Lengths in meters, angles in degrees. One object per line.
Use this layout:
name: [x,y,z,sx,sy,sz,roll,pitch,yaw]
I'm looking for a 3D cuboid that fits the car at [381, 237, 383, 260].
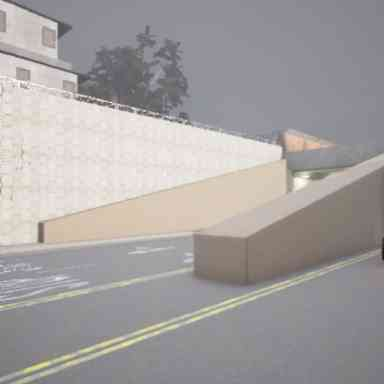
car: [9.042,1.914,13.162,4.892,1.490,1.837,1,-3,-45]
